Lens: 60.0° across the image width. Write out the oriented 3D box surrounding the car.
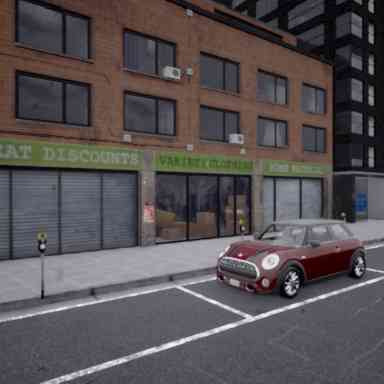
[{"bbox_3d":[2.542,1.437,8.375,4.097,1.590,1.967,0,0,-36],"label":"car"}]
